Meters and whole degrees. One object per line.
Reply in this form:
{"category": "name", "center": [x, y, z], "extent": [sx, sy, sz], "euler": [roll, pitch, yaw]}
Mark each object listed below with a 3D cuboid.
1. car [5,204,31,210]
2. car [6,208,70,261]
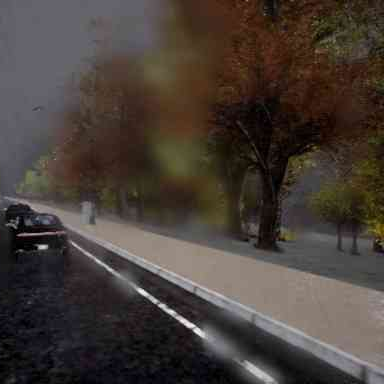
{"category": "car", "center": [-13.806, 1.706, 26.657], "extent": [1.882, 1.535, 5.008], "euler": [0, 0, -29]}
{"category": "car", "center": [-6.039, 1.598, 12.965], "extent": [2.128, 1.511, 4.902], "euler": [0, 0, -29]}
